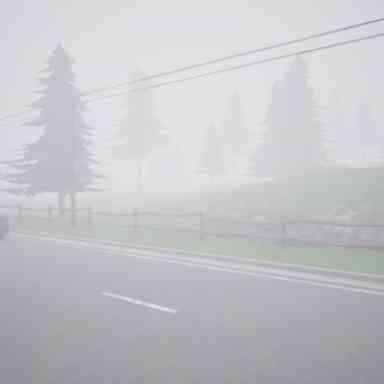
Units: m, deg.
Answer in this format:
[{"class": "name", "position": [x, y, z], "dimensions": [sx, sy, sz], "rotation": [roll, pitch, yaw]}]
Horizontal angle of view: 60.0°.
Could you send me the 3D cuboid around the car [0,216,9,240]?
[{"class": "car", "position": [-10.707, 1.495, 15.921], "dimensions": [5.008, 1.535, 1.882], "rotation": [0, 0, 36]}]
